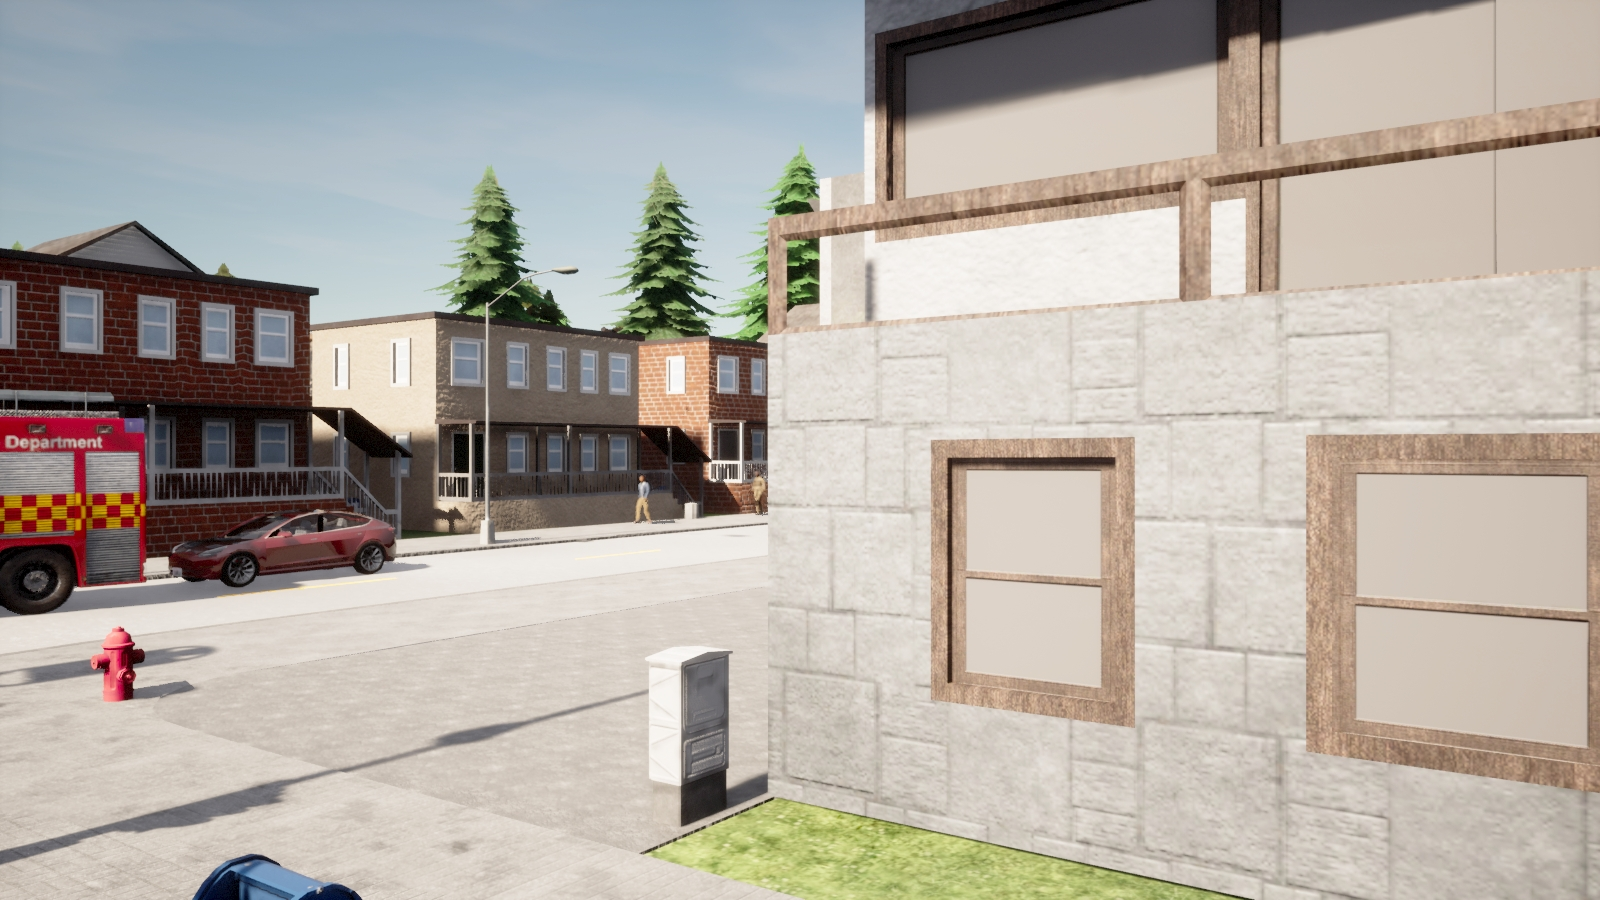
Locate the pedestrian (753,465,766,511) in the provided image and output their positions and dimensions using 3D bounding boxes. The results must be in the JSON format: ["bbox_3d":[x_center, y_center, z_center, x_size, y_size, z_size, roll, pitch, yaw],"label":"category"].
[{"bbox_3d":[-1.637,1.524,46.538,0.375,1.860,0.375,0,0,32],"label":"pedestrian"}]

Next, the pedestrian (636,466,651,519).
[{"bbox_3d":[-5.622,1.524,41.075,0.375,1.860,0.375,0,0,35],"label":"pedestrian"}]

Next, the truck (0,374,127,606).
[{"bbox_3d":[-15.904,0.669,18.168,2.891,3.827,8.468,0,0,43],"label":"truck"}]

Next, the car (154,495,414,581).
[{"bbox_3d":[-11.197,1.843,25.136,2.163,1.488,4.792,0,0,35],"label":"car"}]
